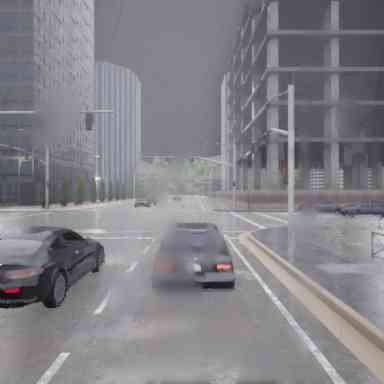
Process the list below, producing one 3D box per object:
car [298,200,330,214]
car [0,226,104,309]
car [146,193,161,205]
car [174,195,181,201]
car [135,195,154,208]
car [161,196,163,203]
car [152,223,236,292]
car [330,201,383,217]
[{"bbox_3d":[12.964,1.509,33.698,4.181,1.385,1.994,0,0,0],"label":"car"},{"bbox_3d":[-3.456,1.526,7.728,1.812,1.442,4.674,0,0,0],"label":"car"},{"bbox_3d":[-7.215,1.221,58.476,2.150,2.045,5.566,0,0,0],"label":"car"},{"bbox_3d":[-3.699,1.540,84.438,2.033,1.411,5.357,0,0,0],"label":"car"},{"bbox_3d":[-7.212,1.564,49.157,1.994,1.385,4.181,0,0,0],"label":"car"},{"bbox_3d":[-7.170,1.352,68.298,2.097,1.767,4.553,0,0,0],"label":"car"},{"bbox_3d":[0.051,1.548,9.082,2.033,1.411,5.357,0,0,0],"label":"car"},{"bbox_3d":[15.833,1.492,30.215,5.357,1.411,2.033,0,0,0],"label":"car"}]
